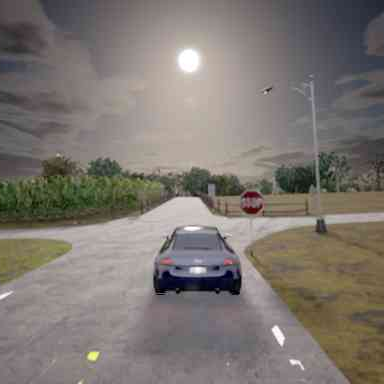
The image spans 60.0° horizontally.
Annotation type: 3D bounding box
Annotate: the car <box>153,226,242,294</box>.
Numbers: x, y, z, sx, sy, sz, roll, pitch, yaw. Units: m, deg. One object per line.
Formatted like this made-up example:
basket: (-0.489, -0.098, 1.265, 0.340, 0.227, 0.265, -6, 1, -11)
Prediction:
car: (0.126, 1.591, 8.883, 1.994, 1.385, 4.181, 0, 0, 0)
